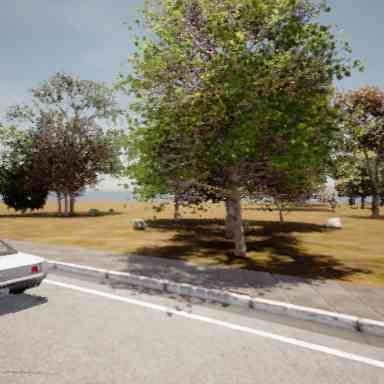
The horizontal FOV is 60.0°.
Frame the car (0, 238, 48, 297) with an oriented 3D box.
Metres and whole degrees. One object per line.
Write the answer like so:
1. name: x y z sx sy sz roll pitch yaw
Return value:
1. car: -5.402 1.572 7.281 4.718 1.301 1.895 0 0 31
